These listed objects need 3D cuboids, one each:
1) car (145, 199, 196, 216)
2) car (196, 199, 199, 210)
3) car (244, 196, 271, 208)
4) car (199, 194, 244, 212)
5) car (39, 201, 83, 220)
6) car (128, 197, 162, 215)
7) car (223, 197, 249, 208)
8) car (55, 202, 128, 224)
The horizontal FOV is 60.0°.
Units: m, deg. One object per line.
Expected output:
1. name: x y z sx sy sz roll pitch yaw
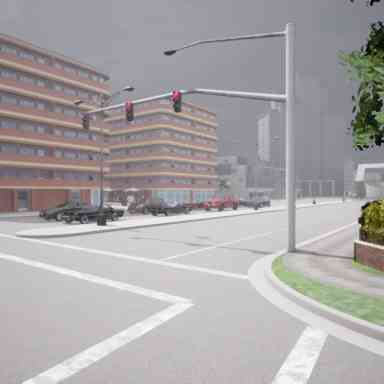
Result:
1. car: -1.964 1.599 32.306 1.895 1.301 4.718 0 0 36
2. car: 0.681 1.601 41.872 1.895 1.301 4.718 0 0 36
3. car: 9.667 1.352 48.214 2.097 1.767 4.553 0 0 36
4. car: 3.613 1.221 39.950 2.150 2.045 5.566 0 0 36
5. car: -9.979 1.505 27.245 1.837 1.490 4.892 0 0 36
6. car: -4.574 1.352 34.656 2.097 1.767 4.553 0 0 35
7. car: 6.734 1.526 50.131 1.812 1.442 4.674 0 0 36
8. car: -7.376 1.601 24.910 1.895 1.301 4.718 0 0 33
